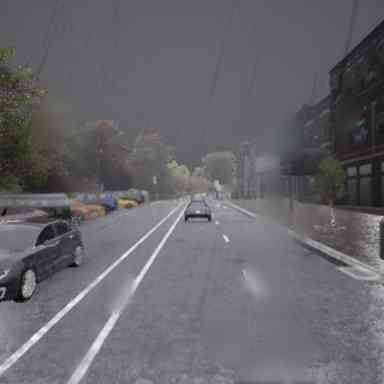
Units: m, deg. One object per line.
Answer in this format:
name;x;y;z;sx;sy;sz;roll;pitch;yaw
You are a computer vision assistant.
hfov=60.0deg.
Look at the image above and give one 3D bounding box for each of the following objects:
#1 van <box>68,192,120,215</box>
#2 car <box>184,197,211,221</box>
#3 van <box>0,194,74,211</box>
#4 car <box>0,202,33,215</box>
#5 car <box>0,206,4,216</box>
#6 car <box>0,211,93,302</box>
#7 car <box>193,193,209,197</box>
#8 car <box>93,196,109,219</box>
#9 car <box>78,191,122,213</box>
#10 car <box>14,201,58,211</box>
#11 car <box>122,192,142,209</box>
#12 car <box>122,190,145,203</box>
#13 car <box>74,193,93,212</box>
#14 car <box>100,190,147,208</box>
van;-9.109;1.008;30.966;4.442;1.987;1.878;-1;1;-19
car;0.452;1.360;25.431;1.994;1.385;4.181;0;0;1
van;-9.317;1.126;19.125;4.442;1.987;1.878;-1;1;-19
car;-9.491;1.399;13.185;5.366;1.575;1.946;-1;1;-19
car;-9.190;1.416;10.338;5.366;1.575;1.946;-1;0;-19
car;-4.178;1.454;8.195;1.837;1.490;4.892;0;0;1
car;0.732;1.172;41.491;2.033;1.411;5.357;0;1;1
car;-9.112;1.294;25.097;5.008;1.535;2.097;-1;0;-19
car;-9.084;1.013;28.039;5.566;2.045;2.435;-1;1;-19
car;-9.287;1.405;16.197;4.792;1.488;2.163;-1;1;-19
car;-8.730;1.158;37.005;5.366;1.575;1.946;-1;0;-19
car;-8.821;0.878;39.902;5.566;2.045;2.435;-1;0;-19
car;-9.187;1.198;22.122;4.553;1.767;2.185;-1;0;-19
car;-8.816;0.844;42.830;5.566;2.045;2.435;-1;1;-19
